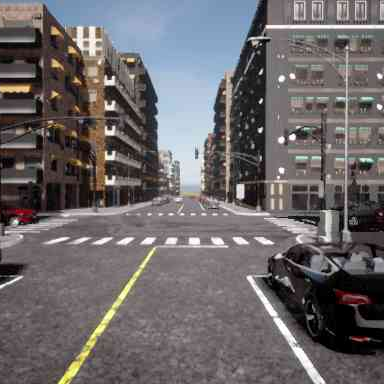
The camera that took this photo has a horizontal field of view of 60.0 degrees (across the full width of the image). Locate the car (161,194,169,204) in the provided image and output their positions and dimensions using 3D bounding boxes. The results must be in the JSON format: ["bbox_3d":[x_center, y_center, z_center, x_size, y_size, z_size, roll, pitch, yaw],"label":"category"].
[{"bbox_3d":[-5.841,1.615,61.228,1.947,1.339,4.313,-1,0,0],"label":"car"}]

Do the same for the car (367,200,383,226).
[{"bbox_3d":[13.728,1.416,19.953,5.009,1.841,2.192,0,1,0],"label":"car"}]

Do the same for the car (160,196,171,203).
[{"bbox_3d":[-5.671,1.624,72.494,2.008,1.369,4.403,-1,0,0],"label":"car"}]

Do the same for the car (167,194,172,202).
[{"bbox_3d":[-5.676,1.376,66.862,2.192,1.841,5.009,-1,0,0],"label":"car"}]

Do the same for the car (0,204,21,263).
[{"bbox_3d":[-5.707,1.312,6.307,2.192,1.841,5.009,-1,0,0],"label":"car"}]

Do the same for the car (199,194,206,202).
[{"bbox_3d":[2.693,1.594,61.033,1.887,1.381,4.507,-1,0,0],"label":"car"}]

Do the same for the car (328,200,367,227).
[{"bbox_3d":[12.003,1.471,22.647,4.892,1.490,1.837,0,1,0],"label":"car"}]

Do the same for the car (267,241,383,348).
[{"bbox_3d":[2.677,1.563,6.310,1.947,1.339,4.313,-1,0,0],"label":"car"}]

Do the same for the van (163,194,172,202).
[{"bbox_3d":[-5.676,1.427,78.127,1.690,1.788,3.998,-1,0,0],"label":"van"}]

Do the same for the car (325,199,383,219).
[{"bbox_3d":[13.747,1.390,28.334,4.097,1.590,1.967,0,1,0],"label":"car"}]

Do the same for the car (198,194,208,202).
[{"bbox_3d":[2.670,1.414,83.660,2.192,1.841,5.009,-1,0,0],"label":"car"}]

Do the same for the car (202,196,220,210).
[{"bbox_3d":[2.805,1.573,44.237,2.008,1.369,4.403,-1,0,0],"label":"car"}]

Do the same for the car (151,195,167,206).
[{"bbox_3d":[-5.842,1.590,55.596,2.008,1.369,4.403,-1,0,0],"label":"car"}]

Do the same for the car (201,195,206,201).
[{"bbox_3d":[2.797,1.580,49.768,2.008,1.369,4.403,-1,0,0],"label":"car"}]

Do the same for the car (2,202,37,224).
[{"bbox_3d":[-13.234,1.436,22.696,5.008,1.535,1.882,0,1,0],"label":"car"}]

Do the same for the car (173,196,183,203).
[{"bbox_3d":[-2.999,1.590,71.809,1.812,1.442,4.674,0,0,0],"label":"car"}]
